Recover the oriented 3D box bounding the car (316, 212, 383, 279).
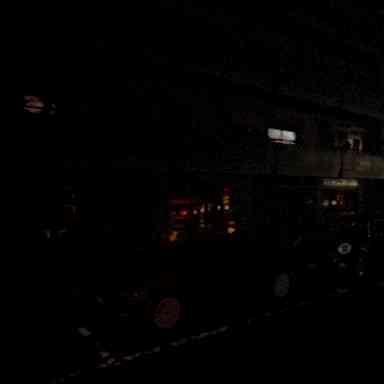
[{"bbox_3d":[4.819,1.448,10.004,4.097,1.590,1.967,0,0,-36],"label":"car"}]

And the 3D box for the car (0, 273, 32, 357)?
[{"bbox_3d":[-4.179,1.550,3.584,4.403,1.369,2.008,0,0,-36],"label":"car"}]

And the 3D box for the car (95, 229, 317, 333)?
[{"bbox_3d":[0.320,1.548,6.793,4.507,1.381,1.887,0,0,-36],"label":"car"}]
